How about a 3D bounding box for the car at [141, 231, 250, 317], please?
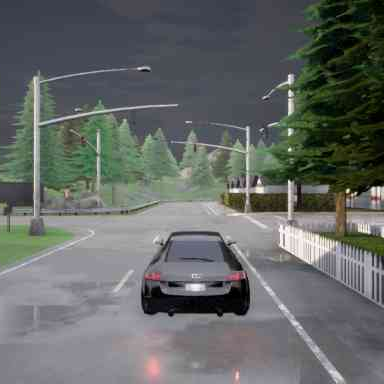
[{"bbox_3d":[0.077,1.564,7.565,1.994,1.385,4.181,0,0,1],"label":"car"}]
